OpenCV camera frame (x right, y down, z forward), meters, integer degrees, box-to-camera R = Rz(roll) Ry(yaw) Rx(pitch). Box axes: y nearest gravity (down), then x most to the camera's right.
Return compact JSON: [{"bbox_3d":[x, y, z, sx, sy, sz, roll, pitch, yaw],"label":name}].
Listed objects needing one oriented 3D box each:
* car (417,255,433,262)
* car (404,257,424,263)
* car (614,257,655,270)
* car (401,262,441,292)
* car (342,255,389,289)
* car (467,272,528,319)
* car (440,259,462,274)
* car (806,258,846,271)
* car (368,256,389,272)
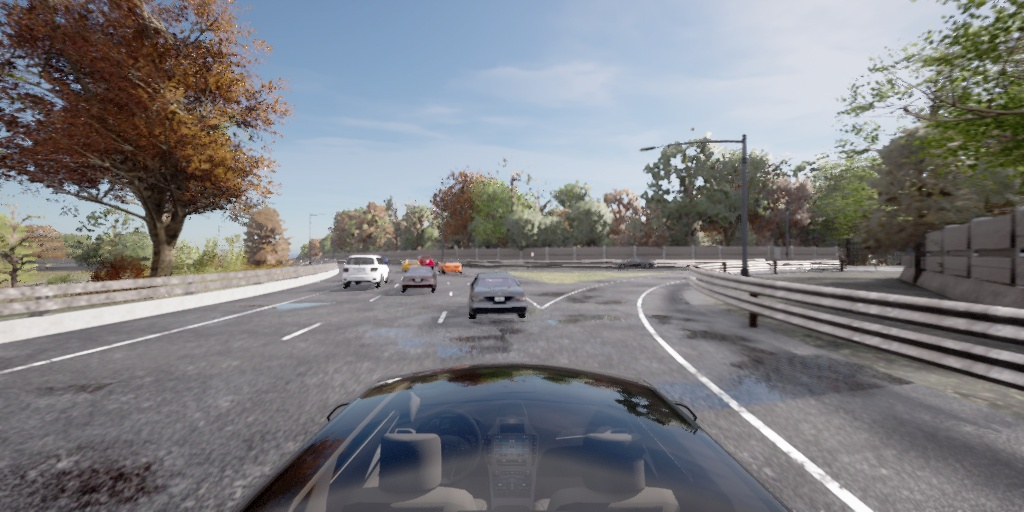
[{"bbox_3d":[-13.548,0.940,54.492,2.150,2.045,5.566,0,0,-28],"label":"car"},{"bbox_3d":[-12.620,1.208,44.733,1.882,1.535,5.008,0,0,-23],"label":"car"},{"bbox_3d":[14.919,0.872,43.775,4.674,1.442,1.812,0,0,5],"label":"car"},{"bbox_3d":[-5.370,1.287,21.084,2.033,1.411,5.357,0,0,-11],"label":"car"},{"bbox_3d":[-9.492,0.973,23.619,2.150,2.045,5.566,0,0,-12],"label":"car"},{"bbox_3d":[-0.625,1.283,12.837,2.033,1.411,5.357,0,0,-6],"label":"car"},{"bbox_3d":[-7.003,1.069,39.875,2.097,1.767,4.553,0,0,-19],"label":"car"},{"bbox_3d":[37.763,1.039,43.135,4.902,1.511,2.128,0,0,-17],"label":"car"},{"bbox_3d":[-17.933,0.966,47.900,2.150,2.045,5.566,0,0,-26],"label":"car"}]
